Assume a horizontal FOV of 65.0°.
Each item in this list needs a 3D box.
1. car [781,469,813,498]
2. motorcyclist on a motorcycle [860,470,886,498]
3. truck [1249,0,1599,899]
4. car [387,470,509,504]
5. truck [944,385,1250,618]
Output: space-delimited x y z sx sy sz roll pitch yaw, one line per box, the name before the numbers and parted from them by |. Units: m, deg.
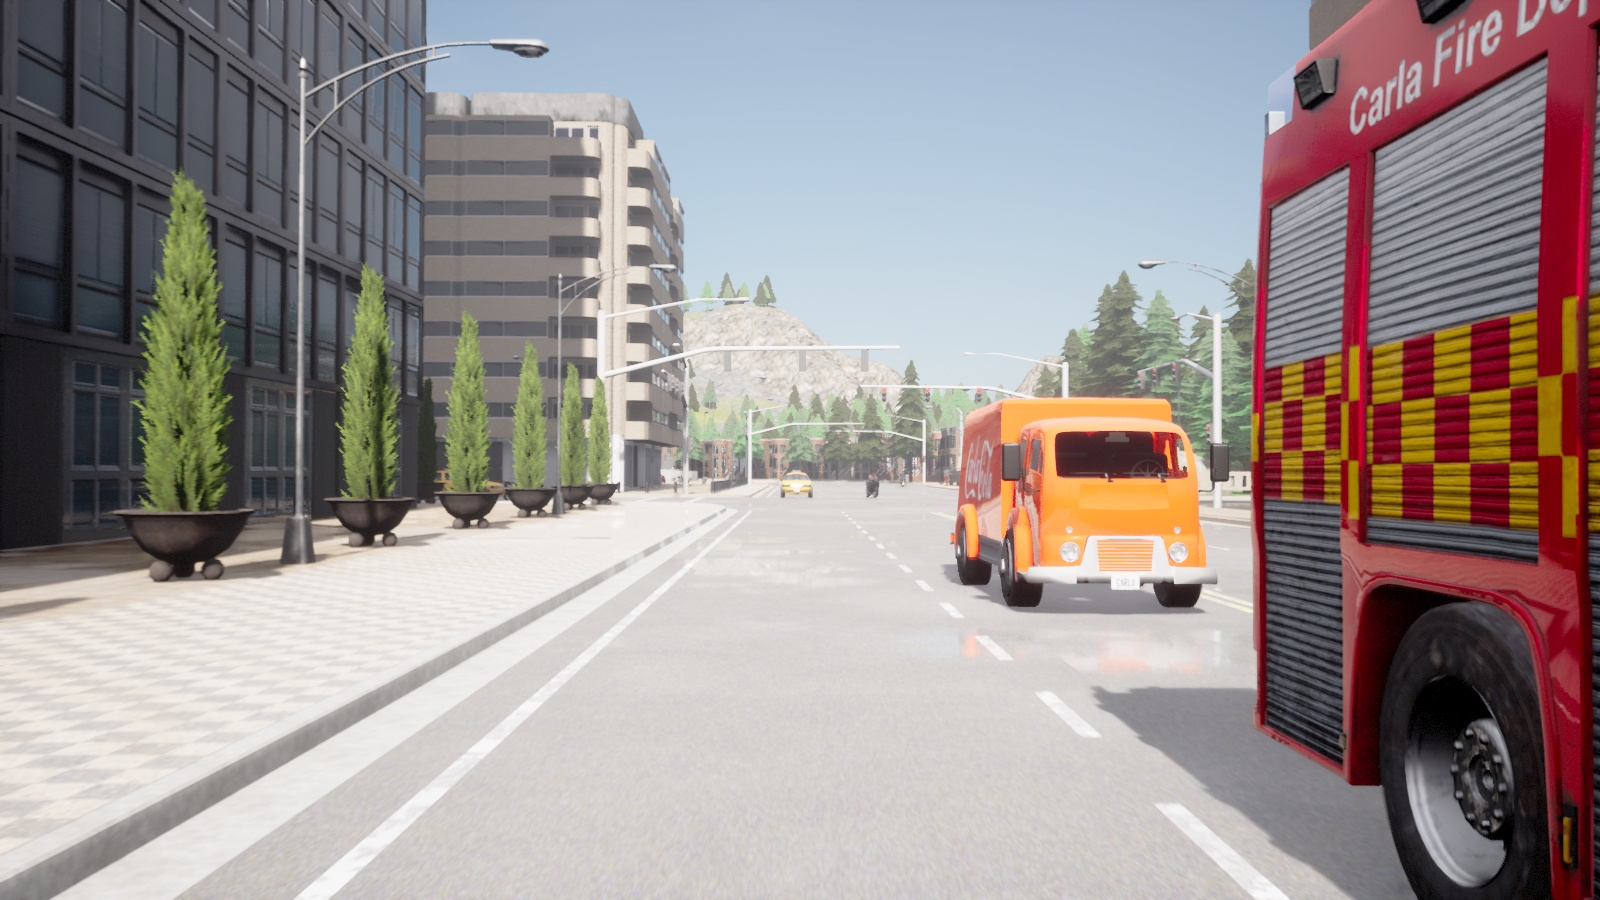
car | -0.172 1.911 71.588 1.801 1.575 5.366 0 -2 0
motorcyclist on a motorcycle | 4.088 1.921 70.502 0.797 1.523 2.044 2 -2 -15
truck | 3.492 -0.341 1.418 2.891 3.827 8.468 0 -1 0
car | -16.929 1.766 60.488 5.366 1.575 1.801 0 -1 0
truck | 3.459 0.575 15.961 2.627 2.467 5.204 0 -1 0
